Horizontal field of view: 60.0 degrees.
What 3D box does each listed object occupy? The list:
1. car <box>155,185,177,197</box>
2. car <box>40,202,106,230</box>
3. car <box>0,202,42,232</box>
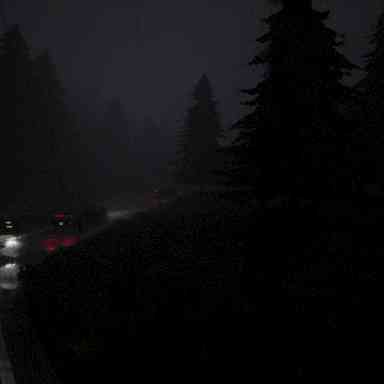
[{"bbox_3d":[-3.278,-0.195,43.196,1.812,1.442,4.674,0,4,15],"label":"car"},{"bbox_3d":[-7.018,1.400,21.021,2.128,1.511,4.902,0,4,7],"label":"car"},{"bbox_3d":[-10.464,1.445,20.582,1.837,1.490,4.892,0,4,7],"label":"car"}]
